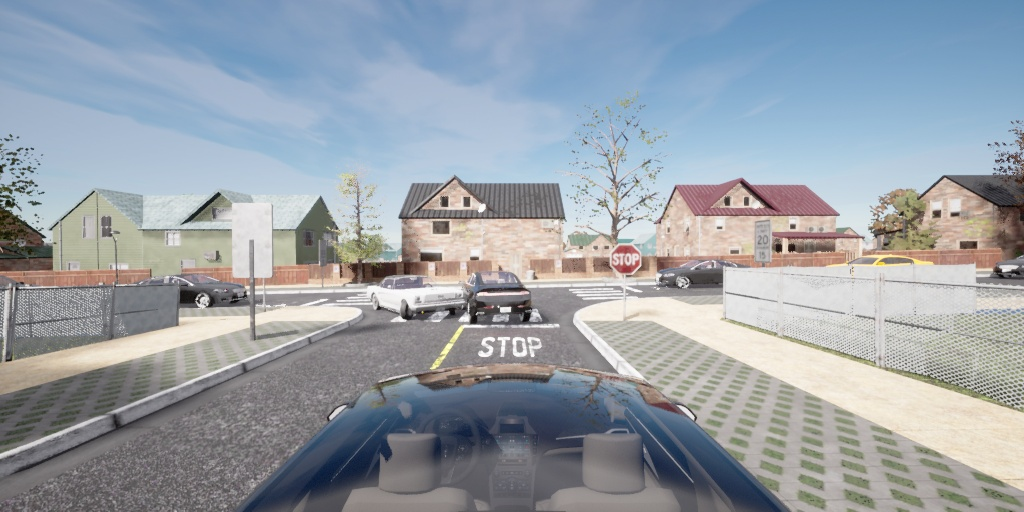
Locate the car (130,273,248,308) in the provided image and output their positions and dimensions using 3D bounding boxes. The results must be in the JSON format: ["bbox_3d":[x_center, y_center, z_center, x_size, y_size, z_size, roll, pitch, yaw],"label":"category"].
[{"bbox_3d":[-14.893,1.566,16.423,4.902,1.511,2.128,-1,1,0],"label":"car"}]

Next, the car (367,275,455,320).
[{"bbox_3d":[-3.596,1.367,12.921,1.895,1.301,4.718,0,0,-38],"label":"car"}]

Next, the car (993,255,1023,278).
[{"bbox_3d":[29.396,0.478,19.525,4.902,1.511,2.128,-1,1,0],"label":"car"}]

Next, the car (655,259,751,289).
[{"bbox_3d":[10.341,0.925,19.462,4.902,1.511,2.128,-1,1,0],"label":"car"}]

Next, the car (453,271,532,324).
[{"bbox_3d":[-0.679,1.242,12.060,2.128,1.511,4.902,0,0,-12],"label":"car"}]

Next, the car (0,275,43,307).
[{"bbox_3d":[-24.231,1.647,16.388,4.553,1.767,2.097,-1,1,0],"label":"car"}]

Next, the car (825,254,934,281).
[{"bbox_3d":[19.772,0.690,19.493,5.008,1.535,1.882,-1,1,0],"label":"car"}]
